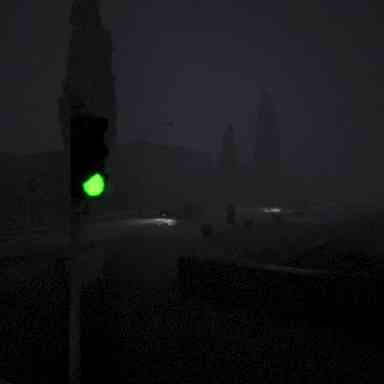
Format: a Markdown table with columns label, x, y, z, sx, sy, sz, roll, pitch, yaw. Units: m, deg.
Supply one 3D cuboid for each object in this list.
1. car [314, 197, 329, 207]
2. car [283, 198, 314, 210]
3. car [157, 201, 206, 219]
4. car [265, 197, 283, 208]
| label | x | y | z | sx | sy | sz | roll | pitch | yaw |
| --- | --- | --- | --- | --- | --- | --- | --- | --- | --- |
| car | 20.005 | 1.493 | 52.014 | 2.128 | 1.511 | 4.902 | 0 | 0 | 35 |
| car | 14.022 | 1.506 | 43.539 | 1.837 | 1.490 | 4.892 | 0 | 0 | 36 |
| car | -0.802 | 1.548 | 29.878 | 2.033 | 1.411 | 5.357 | 0 | 0 | 35 |
| car | 12.244 | 1.479 | 48.061 | 1.882 | 1.535 | 5.008 | 0 | 0 | 36 |
